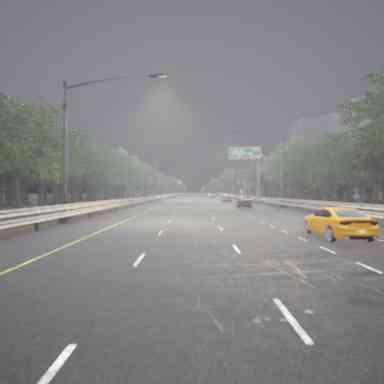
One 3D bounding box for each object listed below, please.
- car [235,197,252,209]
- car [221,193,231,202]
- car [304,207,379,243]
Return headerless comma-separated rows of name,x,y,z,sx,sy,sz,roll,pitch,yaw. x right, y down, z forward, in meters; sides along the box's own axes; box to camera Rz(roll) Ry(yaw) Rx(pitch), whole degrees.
car,7.114,1.468,46.378,1.882,1.535,5.008,0,0,0
car,7.259,1.501,71.284,2.033,1.411,5.357,0,0,0
car,7.014,1.478,16.186,1.882,1.535,5.008,0,0,0
